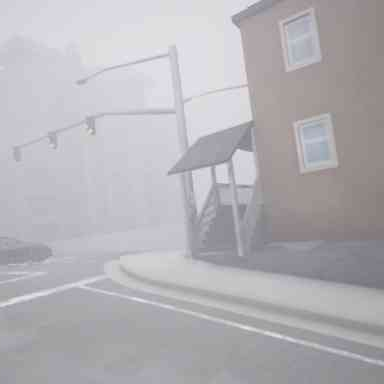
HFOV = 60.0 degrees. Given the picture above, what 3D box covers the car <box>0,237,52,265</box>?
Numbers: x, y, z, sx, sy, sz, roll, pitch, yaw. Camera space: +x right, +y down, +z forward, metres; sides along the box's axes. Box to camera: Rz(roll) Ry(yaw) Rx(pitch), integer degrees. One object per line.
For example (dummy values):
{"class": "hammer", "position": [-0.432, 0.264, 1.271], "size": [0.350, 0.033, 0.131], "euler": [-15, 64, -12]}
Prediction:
{"class": "car", "position": [-8.550, 2.698, 14.858], "size": [1.994, 1.385, 4.181], "euler": [-10, -6, 35]}
